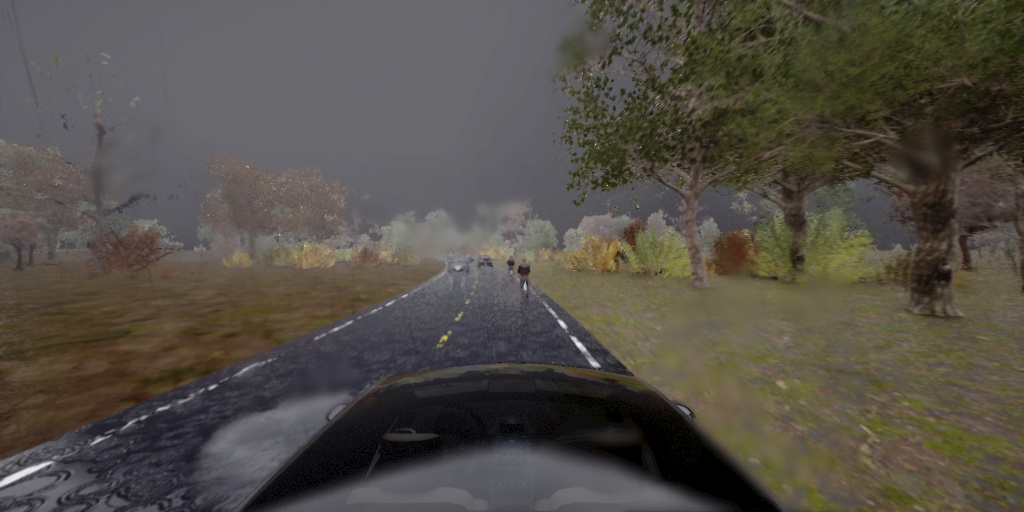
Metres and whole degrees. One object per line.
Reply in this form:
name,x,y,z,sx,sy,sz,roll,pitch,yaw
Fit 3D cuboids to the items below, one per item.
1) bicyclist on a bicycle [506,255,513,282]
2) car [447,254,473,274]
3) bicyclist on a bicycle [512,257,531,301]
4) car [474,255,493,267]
bicyclist on a bicycle,-0.075,0.817,23.970,0.659,1.776,1.843,-1,1,-5
car,-4.891,0.835,33.169,2.128,1.511,4.902,0,1,-6
bicyclist on a bicycle,0.494,0.939,14.918,0.659,1.776,1.843,0,1,-3
car,-3.617,0.651,47.084,1.837,1.490,4.892,0,1,-9
